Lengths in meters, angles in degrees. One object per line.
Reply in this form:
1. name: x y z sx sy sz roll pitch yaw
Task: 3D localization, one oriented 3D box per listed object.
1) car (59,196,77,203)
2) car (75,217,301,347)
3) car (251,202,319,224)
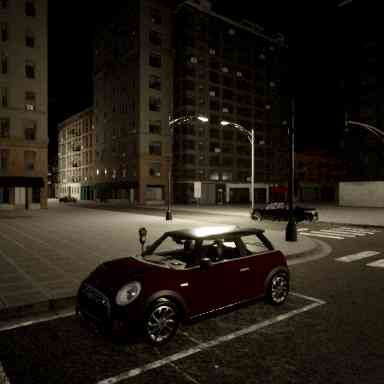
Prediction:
1. car: -22.166 1.274 59.258 1.895 1.301 4.718 0 0 -39
2. car: -0.029 1.440 6.285 4.097 1.590 1.967 0 0 -38
3. car: 6.251 1.420 22.919 2.128 1.511 4.902 0 0 -38
